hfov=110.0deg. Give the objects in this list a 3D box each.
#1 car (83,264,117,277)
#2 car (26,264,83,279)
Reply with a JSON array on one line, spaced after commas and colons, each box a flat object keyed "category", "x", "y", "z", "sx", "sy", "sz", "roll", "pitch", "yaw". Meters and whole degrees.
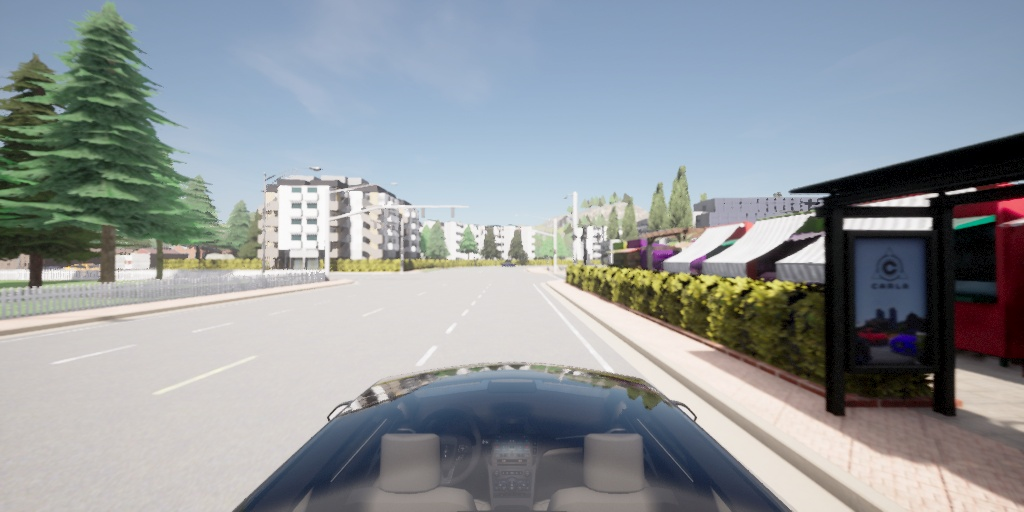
[{"category": "car", "x": -48.108, "y": 1.666, "z": 40.855, "sx": 5.008, "sy": 1.535, "sz": 1.882, "roll": 0, "pitch": -1, "yaw": 1}, {"category": "car", "x": -48.195, "y": 1.716, "z": 37.355, "sx": 4.181, "sy": 1.385, "sz": 1.994, "roll": 0, "pitch": -1, "yaw": 1}]
